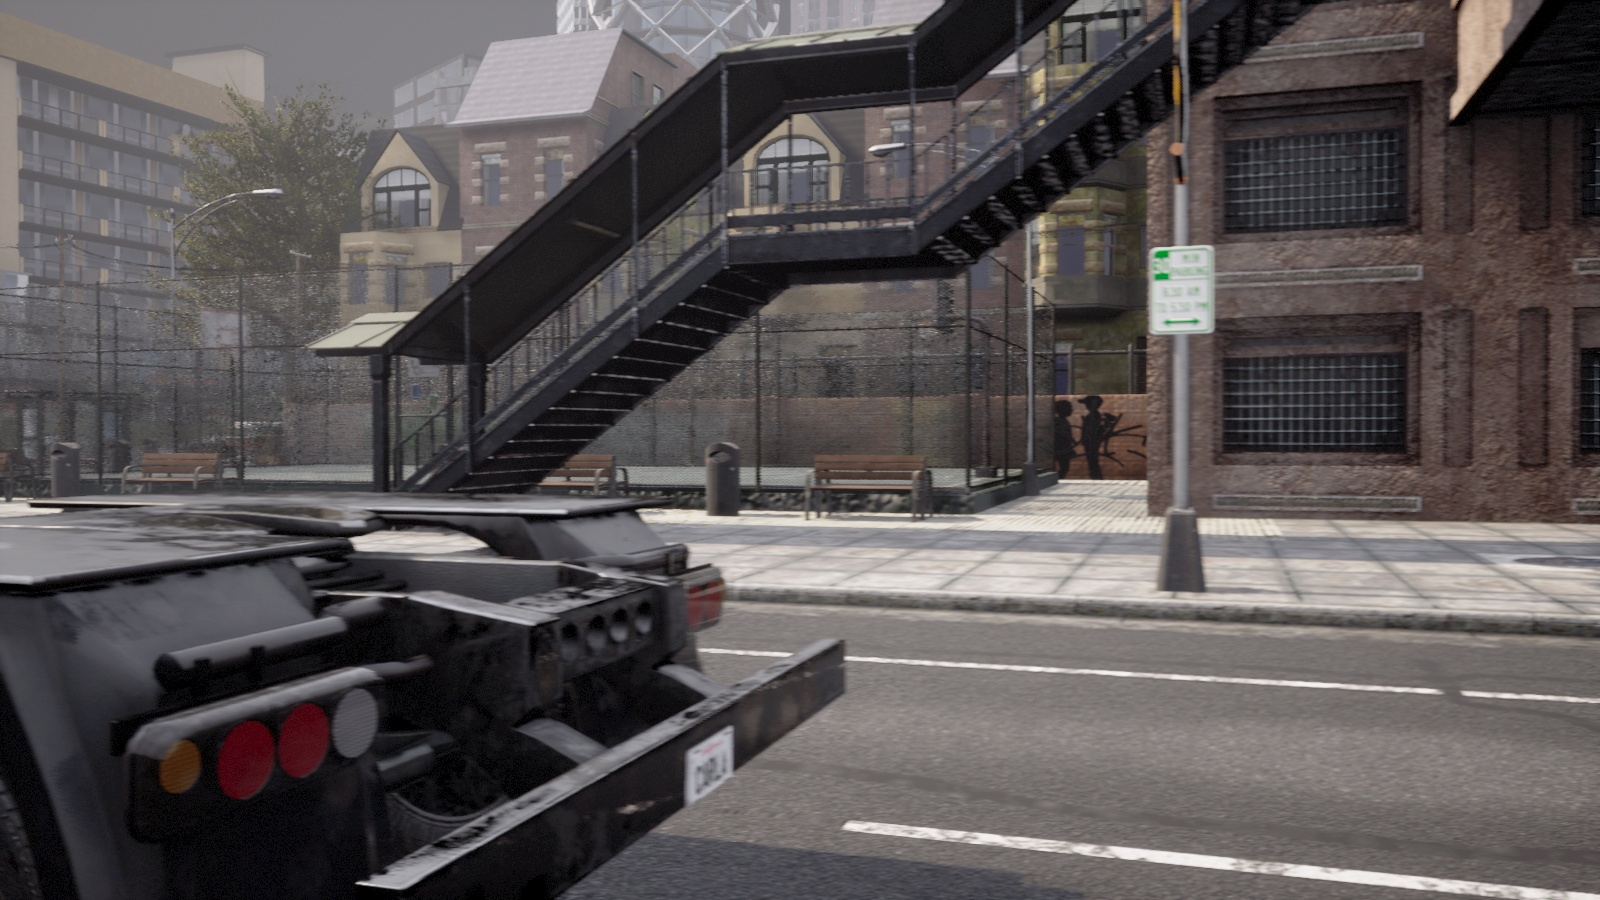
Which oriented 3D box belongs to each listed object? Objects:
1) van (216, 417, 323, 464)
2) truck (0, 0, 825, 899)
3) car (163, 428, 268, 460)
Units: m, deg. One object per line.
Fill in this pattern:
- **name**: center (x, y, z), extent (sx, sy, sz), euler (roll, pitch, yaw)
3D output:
- **van**: center (-24.150, -0.461, 57.395), extent (2.069, 2.038, 4.480), euler (1, 1, 18)
- **truck**: center (-4.136, -0.244, 4.568), extent (7.936, 3.462, 2.891), euler (1, 1, 19)
- **car**: center (-29.430, -0.323, 63.422), extent (1.882, 1.535, 5.008), euler (1, 1, 18)
